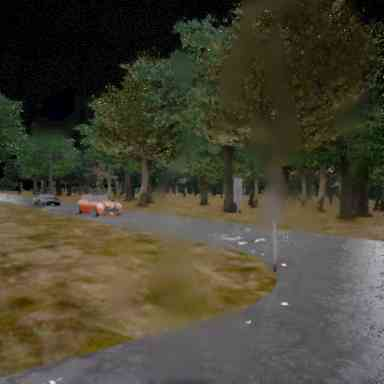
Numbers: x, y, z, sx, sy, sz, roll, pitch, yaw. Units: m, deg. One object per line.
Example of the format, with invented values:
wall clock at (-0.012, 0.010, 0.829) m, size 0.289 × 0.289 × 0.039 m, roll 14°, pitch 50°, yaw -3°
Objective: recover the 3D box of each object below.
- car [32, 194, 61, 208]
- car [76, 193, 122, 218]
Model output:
car at (-16.280, 0.909, 37.029) m, size 2.033 × 1.411 × 5.357 m, roll 0°, pitch 1°, yaw -39°
car at (-7.281, 0.966, 26.015) m, size 2.097 × 1.767 × 4.553 m, roll 0°, pitch 1°, yaw -40°
